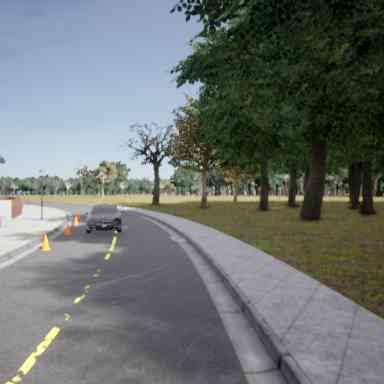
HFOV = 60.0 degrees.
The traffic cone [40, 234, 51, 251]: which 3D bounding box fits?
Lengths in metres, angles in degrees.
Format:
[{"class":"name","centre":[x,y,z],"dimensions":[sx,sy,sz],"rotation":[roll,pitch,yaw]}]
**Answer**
[{"class":"traffic cone","centre":[-5.618,1.928,12.773],"dimensions":[0.340,0.580,0.340],"rotation":[0,0,-10]}]

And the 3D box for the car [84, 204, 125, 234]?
[{"class":"car","centre":[-5.023,1.466,19.182],"dimensions":[1.837,1.490,4.892],"rotation":[0,0,-14]}]
